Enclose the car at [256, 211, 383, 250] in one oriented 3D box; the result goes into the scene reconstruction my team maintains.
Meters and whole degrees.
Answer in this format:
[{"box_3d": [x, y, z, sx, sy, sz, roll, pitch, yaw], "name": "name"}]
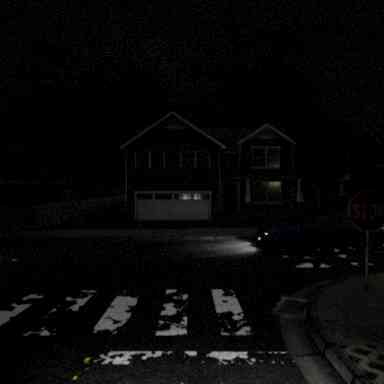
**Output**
[{"box_3d": [5.441, 1.512, 13.787, 5.357, 1.411, 2.033, -1, 1, -1], "name": "car"}]
